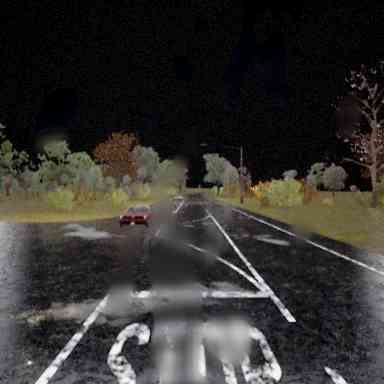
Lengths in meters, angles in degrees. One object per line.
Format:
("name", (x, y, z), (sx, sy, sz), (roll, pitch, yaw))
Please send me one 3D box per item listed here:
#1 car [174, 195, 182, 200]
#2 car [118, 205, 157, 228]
("car", (-3.401, 1.352, 81.183), (1.895, 1.301, 4.718), (0, 0, 2))
("car", (-3.494, 1.559, 21.868), (1.895, 1.301, 4.718), (0, 0, 0))
